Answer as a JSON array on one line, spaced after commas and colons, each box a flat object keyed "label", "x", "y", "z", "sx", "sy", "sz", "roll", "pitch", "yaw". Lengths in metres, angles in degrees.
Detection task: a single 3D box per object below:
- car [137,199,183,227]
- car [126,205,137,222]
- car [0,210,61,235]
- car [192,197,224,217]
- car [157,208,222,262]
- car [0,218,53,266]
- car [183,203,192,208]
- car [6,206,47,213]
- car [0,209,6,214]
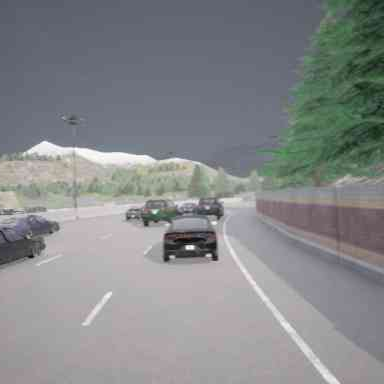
[{"label": "car", "x": -2.424, "y": 1.619, "z": 27.014, "sx": 2.150, "sy": 2.045, "sz": 5.566, "roll": -2, "pitch": -1, "yaw": 7}, {"label": "car", "x": -5.041, "y": 2.054, "z": 33.107, "sx": 2.128, "sy": 1.511, "sz": 4.902, "roll": -2, "pitch": -1, "yaw": 10}, {"label": "car", "x": -10.148, "y": 2.143, "z": 20.485, "sx": 2.033, "sy": 1.411, "sz": 5.357, "roll": -2, "pitch": -1, "yaw": 4}, {"label": "car", "x": 1.802, "y": 1.530, "z": 31.939, "sx": 2.150, "sy": 2.045, "sz": 5.566, "roll": -2, "pitch": -1, "yaw": 10}, {"label": "car", "x": -0.021, "y": 1.630, "z": 12.982, "sx": 1.882, "sy": 1.535, "sz": 5.008, "roll": -2, "pitch": -1, "yaw": 1}, {"label": "car", "x": -7.066, "y": 1.930, "z": 11.483, "sx": 2.033, "sy": 1.411, "sz": 5.357, "roll": -2, "pitch": -1, "yaw": 1}, {"label": "car", "x": -0.221, "y": 2.015, "z": 39.405, "sx": 2.033, "sy": 1.411, "sz": 5.357, "roll": -2, "pitch": -1, "yaw": 13}, {"label": "car", "x": -18.522, "y": 2.491, "z": 38.347, "sx": 2.097, "sy": 1.767, "sz": 4.553, "roll": -2, "pitch": -1, "yaw": 11}, {"label": "car", "x": -21.993, "y": 2.745, "z": 38.791, "sx": 1.837, "sy": 1.490, "sz": 4.892, "roll": -2, "pitch": -1, "yaw": 11}]
